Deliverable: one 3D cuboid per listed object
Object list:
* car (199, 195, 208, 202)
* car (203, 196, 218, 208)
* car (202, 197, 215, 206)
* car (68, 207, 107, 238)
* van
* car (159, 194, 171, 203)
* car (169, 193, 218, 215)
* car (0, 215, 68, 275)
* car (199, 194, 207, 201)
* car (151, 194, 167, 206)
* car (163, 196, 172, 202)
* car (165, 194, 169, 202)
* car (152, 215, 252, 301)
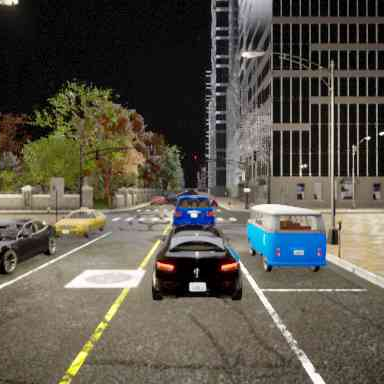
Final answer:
[{"bbox_3d":[2.680,1.510,77.016,1.947,1.339,4.313,0,0,0],"label":"car"},{"bbox_3d":[2.685,1.408,48.611,1.967,1.590,4.097,0,0,0],"label":"car"},{"bbox_3d":[2.684,1.530,54.291,1.947,1.339,4.313,0,0,0],"label":"car"},{"bbox_3d":[-5.820,1.515,17.717,1.752,1.417,4.829,0,0,0],"label":"car"},{"bbox_3d":[2.773,1.336,10.485,1.690,1.788,3.998,0,0,0],"label":"van"},{"bbox_3d":[-5.699,1.266,71.336,2.192,1.841,5.009,0,0,0],"label":"car"},{"bbox_3d":[0.098,1.211,18.560,2.150,2.045,5.566,0,0,0],"label":"car"},{"bbox_3d":[-5.770,1.561,10.482,1.947,1.339,4.313,0,0,0],"label":"car"},{"bbox_3d":[2.680,1.375,82.697,1.967,1.590,4.097,0,0,0],"label":"car"},{"bbox_3d":[-5.697,1.509,54.287,1.887,1.381,4.507,0,0,0],"label":"car"},{"bbox_3d":[-5.701,1.526,77.018,1.802,1.307,4.206,0,0,0],"label":"car"},{"bbox_3d":[-5.698,1.511,59.970,2.008,1.369,4.403,0,0,0],"label":"car"},{"bbox_3d":[0.102,1.522,8.210,1.812,1.442,4.674,0,0,0],"label":"car"}]
